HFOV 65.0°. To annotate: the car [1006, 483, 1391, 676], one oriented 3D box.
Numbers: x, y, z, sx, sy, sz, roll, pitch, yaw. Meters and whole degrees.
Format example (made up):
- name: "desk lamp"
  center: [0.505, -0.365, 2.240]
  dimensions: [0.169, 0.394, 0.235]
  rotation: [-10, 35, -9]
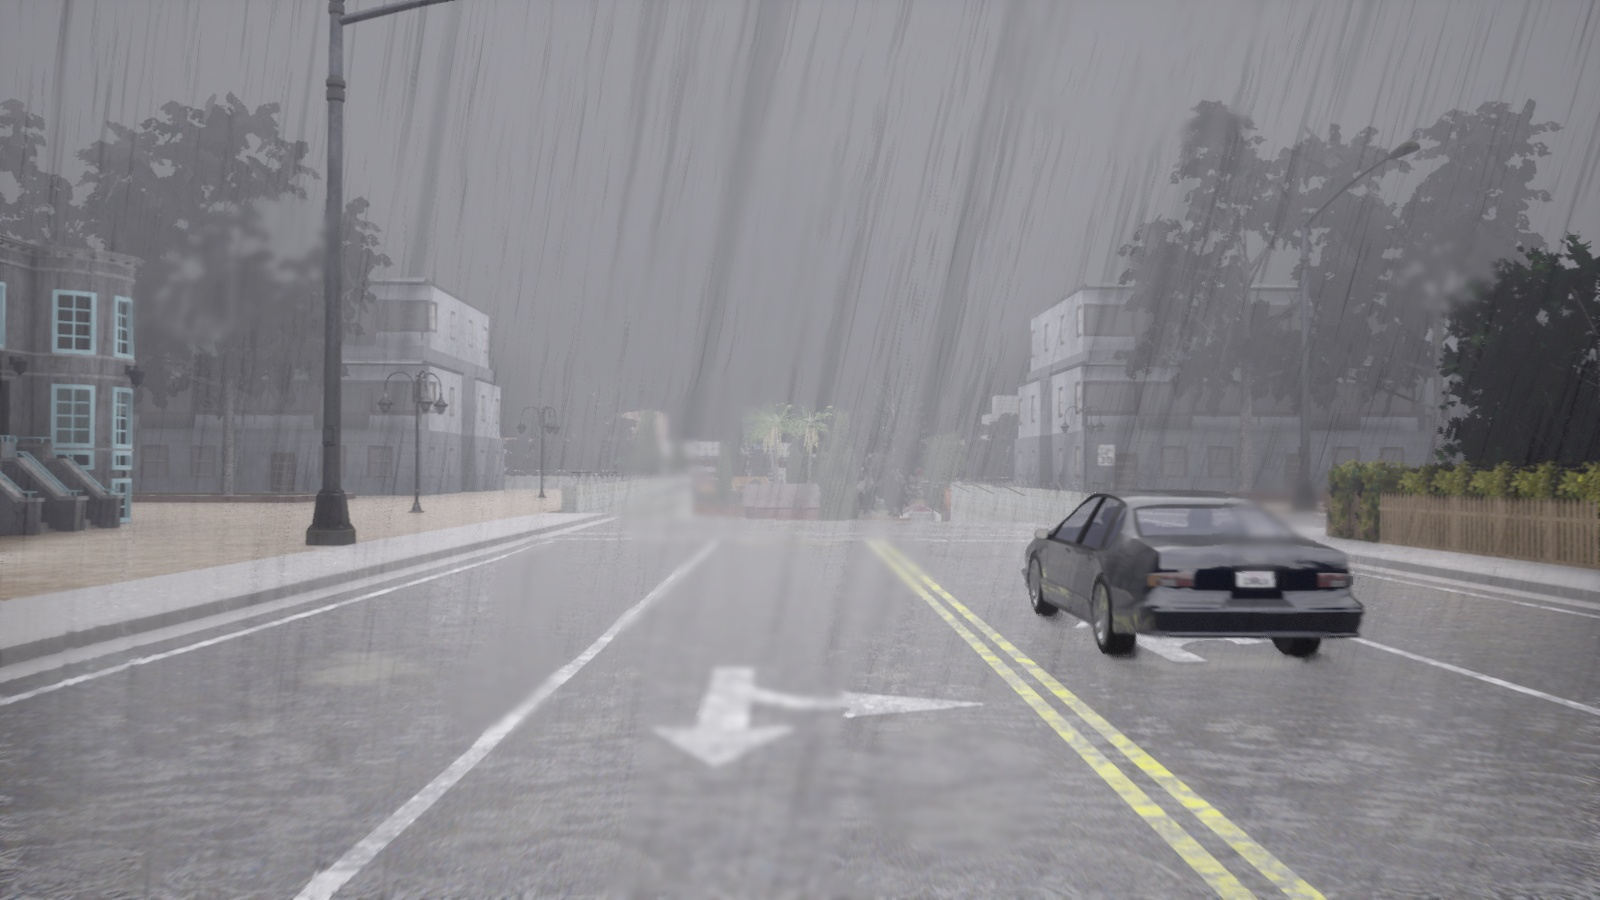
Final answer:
- name: "car"
  center: [3.470, 1.053, 12.235]
  dimensions: [2.033, 1.411, 5.357]
  rotation: [0, -1, 0]
